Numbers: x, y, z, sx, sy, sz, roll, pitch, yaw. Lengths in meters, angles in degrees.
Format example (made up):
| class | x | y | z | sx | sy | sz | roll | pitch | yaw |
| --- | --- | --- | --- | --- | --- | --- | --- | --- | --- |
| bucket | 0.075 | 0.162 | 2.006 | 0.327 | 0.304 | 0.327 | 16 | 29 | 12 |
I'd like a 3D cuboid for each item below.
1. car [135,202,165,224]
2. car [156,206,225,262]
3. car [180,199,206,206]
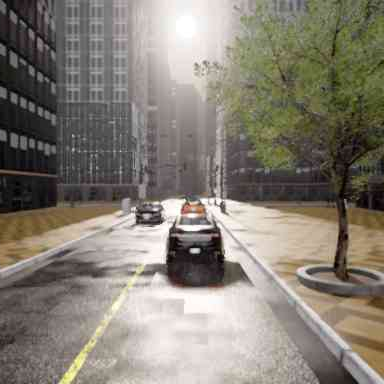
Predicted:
| class | x | y | z | sx | sy | sz | roll | pitch | yaw |
| --- | --- | --- | --- | --- | --- | --- | --- | --- | --- |
| car | -3.070 | 1.500 | 25.049 | 2.128 | 1.511 | 4.902 | 0 | 0 | 0 |
| car | 0.100 | 1.495 | 12.132 | 2.128 | 1.511 | 4.902 | 0 | 0 | 0 |
| car | 0.115 | 1.362 | 27.261 | 2.097 | 1.767 | 4.553 | 0 | 0 | 0 |
